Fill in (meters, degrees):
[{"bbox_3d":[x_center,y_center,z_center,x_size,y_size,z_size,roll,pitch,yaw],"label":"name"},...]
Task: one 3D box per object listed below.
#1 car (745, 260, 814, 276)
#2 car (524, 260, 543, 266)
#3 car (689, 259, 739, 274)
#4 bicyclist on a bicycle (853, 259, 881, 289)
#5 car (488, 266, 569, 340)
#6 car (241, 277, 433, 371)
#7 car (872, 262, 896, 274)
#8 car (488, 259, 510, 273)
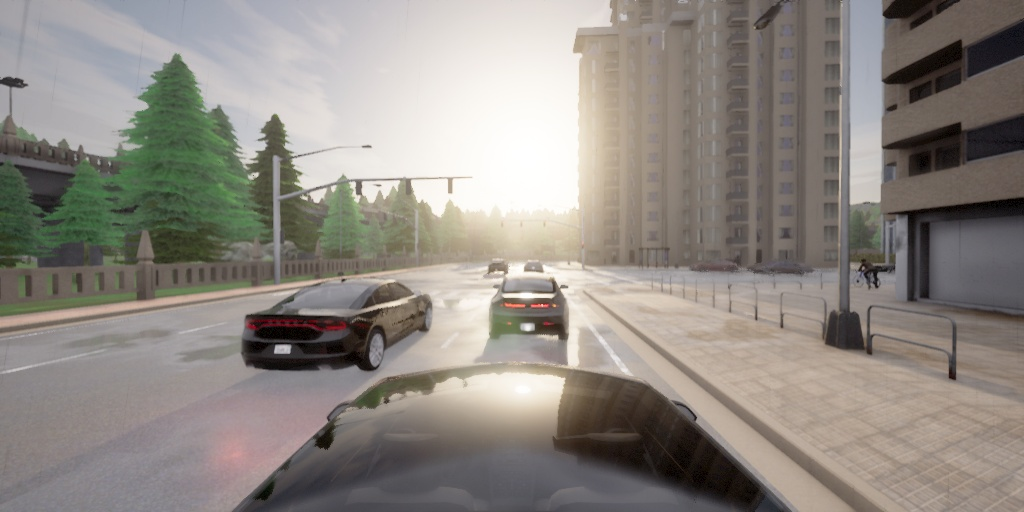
[{"bbox_3d":[25.466,1.134,34.212,5.357,1.411,2.033,0,0,3],"label":"car"},{"bbox_3d":[2.191,1.122,36.739,1.994,1.385,4.181,0,0,4],"label":"car"},{"bbox_3d":[21.312,1.090,37.904,4.674,1.442,1.812,0,0,2],"label":"car"},{"bbox_3d":[19.755,0.983,19.996,0.582,1.620,1.656,0,0,3],"label":"bicyclist on a bicycle"},{"bbox_3d":[0.493,1.202,9.795,1.837,1.490,4.892,0,0,4],"label":"car"},{"bbox_3d":[-3.161,1.190,7.676,1.882,1.535,5.008,0,0,4],"label":"car"},{"bbox_3d":[39.767,1.208,36.933,4.718,1.301,1.895,0,0,3],"label":"car"},{"bbox_3d":[-1.331,1.055,36.500,1.837,1.490,4.892,0,0,4],"label":"car"}]
